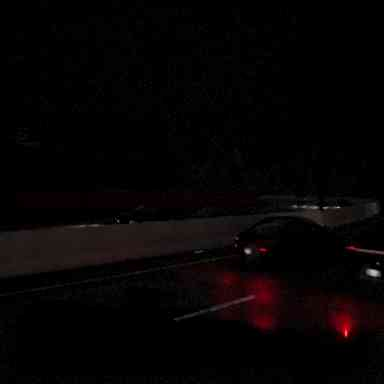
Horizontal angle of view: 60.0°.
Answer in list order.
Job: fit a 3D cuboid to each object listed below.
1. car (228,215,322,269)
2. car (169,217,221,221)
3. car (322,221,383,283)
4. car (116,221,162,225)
[{"bbox_3d":[3.379,1.542,11.265,4.674,1.442,1.812,0,0,-41],"label":"car"},{"bbox_3d":[1.346,1.513,19.123,5.008,1.535,1.882,0,0,-44],"label":"car"},{"bbox_3d":[5.681,1.498,8.645,4.902,1.511,2.128,0,0,-41],"label":"car"},{"bbox_3d":[-1.994,1.592,20.702,5.357,1.411,2.033,0,0,-43],"label":"car"}]
